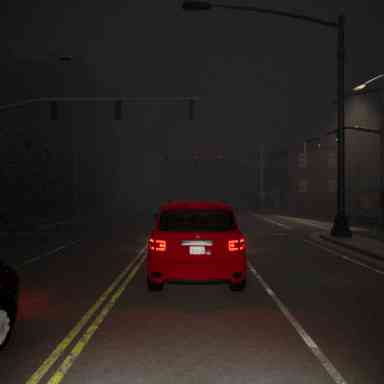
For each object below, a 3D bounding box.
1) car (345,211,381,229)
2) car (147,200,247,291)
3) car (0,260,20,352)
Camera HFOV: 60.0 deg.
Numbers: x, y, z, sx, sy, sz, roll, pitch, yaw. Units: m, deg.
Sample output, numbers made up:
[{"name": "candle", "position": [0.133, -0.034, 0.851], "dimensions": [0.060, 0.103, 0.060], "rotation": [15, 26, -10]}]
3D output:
[{"name": "car", "position": [15.426, 2.487, 29.717], "dimensions": [4.902, 1.511, 2.128], "rotation": [8, 0, 0]}, {"name": "car", "position": [0.098, 1.221, 9.118], "dimensions": [2.150, 2.045, 5.566], "rotation": [0, 0, 0]}, {"name": "car", "position": [-3.582, 1.504, 3.222], "dimensions": [1.837, 1.490, 4.892], "rotation": [0, 0, 0]}]
